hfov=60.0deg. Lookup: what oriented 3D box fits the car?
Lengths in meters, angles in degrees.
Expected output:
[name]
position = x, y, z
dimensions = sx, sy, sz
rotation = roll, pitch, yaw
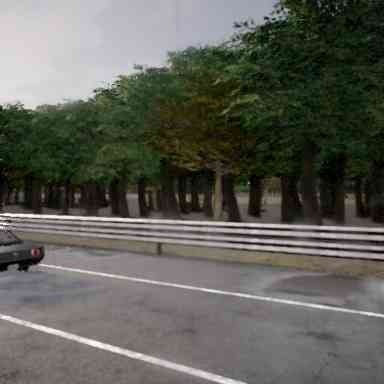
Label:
[car]
position = -6.794, 1.797, 10.233
dimensions = 4.718, 1.301, 1.895
rotation = -1, -1, 30
